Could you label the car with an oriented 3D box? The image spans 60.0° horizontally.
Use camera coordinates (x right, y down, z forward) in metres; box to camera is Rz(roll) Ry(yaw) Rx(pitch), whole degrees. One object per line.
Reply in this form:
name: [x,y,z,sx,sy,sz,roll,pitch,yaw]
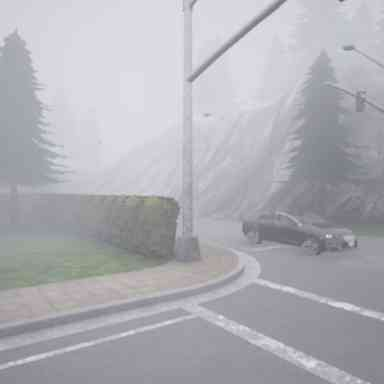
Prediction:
car: [4.107,1.506,13.434,2.128,1.511,4.902,0,0,-34]
